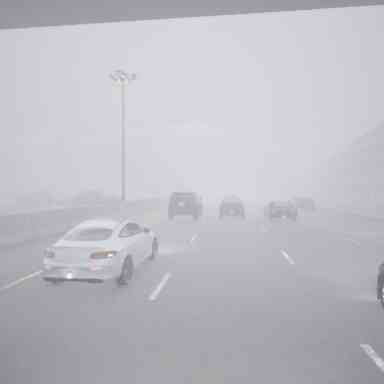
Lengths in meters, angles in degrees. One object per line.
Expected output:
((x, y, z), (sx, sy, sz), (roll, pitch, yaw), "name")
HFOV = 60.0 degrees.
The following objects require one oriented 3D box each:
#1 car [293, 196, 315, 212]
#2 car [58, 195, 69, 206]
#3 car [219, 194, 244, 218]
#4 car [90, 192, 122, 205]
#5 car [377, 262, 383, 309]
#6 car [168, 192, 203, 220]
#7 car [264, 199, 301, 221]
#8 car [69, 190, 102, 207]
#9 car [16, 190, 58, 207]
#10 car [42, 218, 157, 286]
((10.920, 1.193, 33.272), (1.837, 1.490, 4.892), (0, 0, 6), "car")
((-16.189, 1.107, 44.526), (2.033, 1.411, 5.357), (0, 1, 7), "car")
((3.190, 1.222, 26.839), (1.882, 1.535, 5.008), (0, 1, 6), "car")
((-9.759, 1.094, 39.083), (1.882, 1.535, 5.008), (0, 1, 6), "car")
((4.283, 1.313, 4.252), (2.097, 1.767, 4.553), (0, 1, 6), "car")
((-0.447, 0.976, 25.748), (2.150, 2.045, 5.566), (0, 1, 6), "car")
((6.495, 1.367, 24.850), (1.895, 1.301, 4.718), (0, 1, 6), "car")
((-12.945, 0.808, 42.086), (2.150, 2.045, 5.566), (0, 0, 7), "car")
((-19.939, 0.798, 42.531), (2.150, 2.045, 5.566), (0, 0, 7), "car")
((-2.237, 1.435, 9.075), (1.812, 1.442, 4.674), (0, 1, 6), "car")
